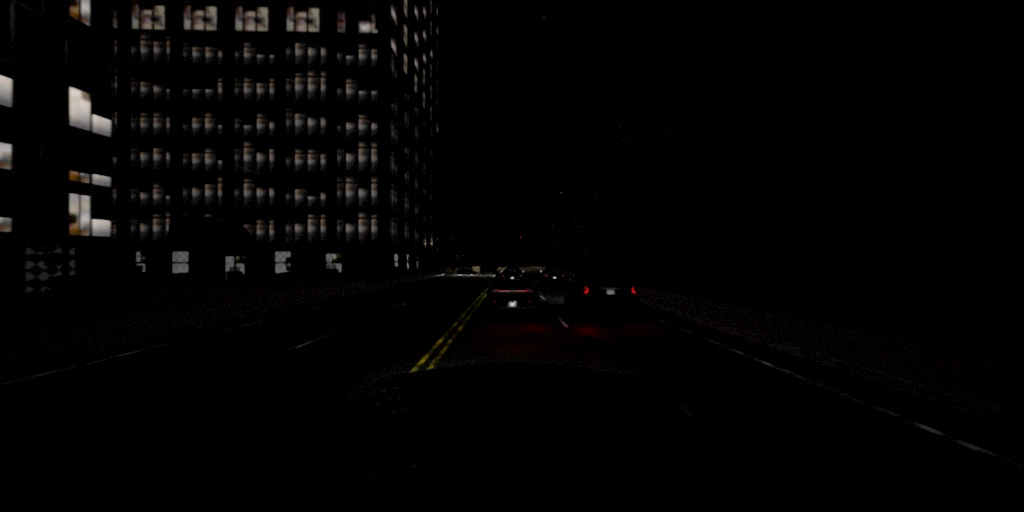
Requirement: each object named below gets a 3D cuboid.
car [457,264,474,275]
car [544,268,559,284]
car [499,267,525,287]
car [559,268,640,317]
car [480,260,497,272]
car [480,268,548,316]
[{"bbox_3d":[-6.599,1.867,51.222,1.812,1.442,4.674,0,-1,0],"label":"car"},{"bbox_3d":[3.287,1.644,29.299,1.994,1.385,4.181,0,-1,1],"label":"car"},{"bbox_3d":[0.037,1.644,29.280,1.994,1.385,4.181,0,-1,1],"label":"car"},{"bbox_3d":[3.289,1.248,13.995,2.097,1.767,4.553,0,-1,1],"label":"car"},{"bbox_3d":[-3.349,1.573,51.769,2.150,2.045,5.566,0,-1,0],"label":"car"},{"bbox_3d":[0.039,1.389,14.077,2.128,1.511,4.902,0,-1,1],"label":"car"}]
